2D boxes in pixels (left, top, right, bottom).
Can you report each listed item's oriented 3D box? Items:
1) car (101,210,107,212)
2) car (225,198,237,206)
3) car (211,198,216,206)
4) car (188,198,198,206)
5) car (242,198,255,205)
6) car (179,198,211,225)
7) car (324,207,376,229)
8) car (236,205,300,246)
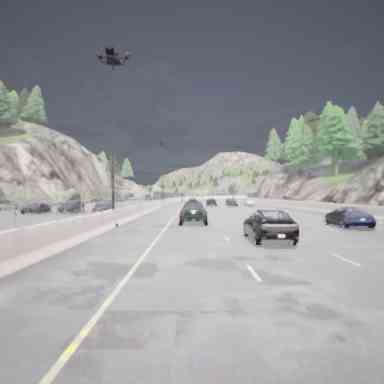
[{"bbox_3d":[-10.543,1.756,40.360,1.812,1.442,4.674,0,0,1],"label":"car"},{"bbox_3d":[7.175,1.898,61.485,2.033,1.411,5.357,0,0,0],"label":"car"},{"bbox_3d":[3.617,1.864,63.231,1.837,1.490,4.892,0,0,0],"label":"car"},{"bbox_3d":[0.117,1.865,63.339,1.837,1.490,4.892,0,-1,0],"label":"car"},{"bbox_3d":[10.615,1.880,62.219,1.812,1.442,4.674,0,0,0],"label":"car"},{"bbox_3d":[0.108,1.499,25.855,2.097,1.767,4.553,0,0,0],"label":"car"},{"bbox_3d":[10.607,1.693,22.650,1.994,1.385,4.181,0,0,0],"label":"car"},{"bbox_3d":[3.604,1.581,15.797,2.128,1.511,4.902,0,0,0],"label":"car"}]
